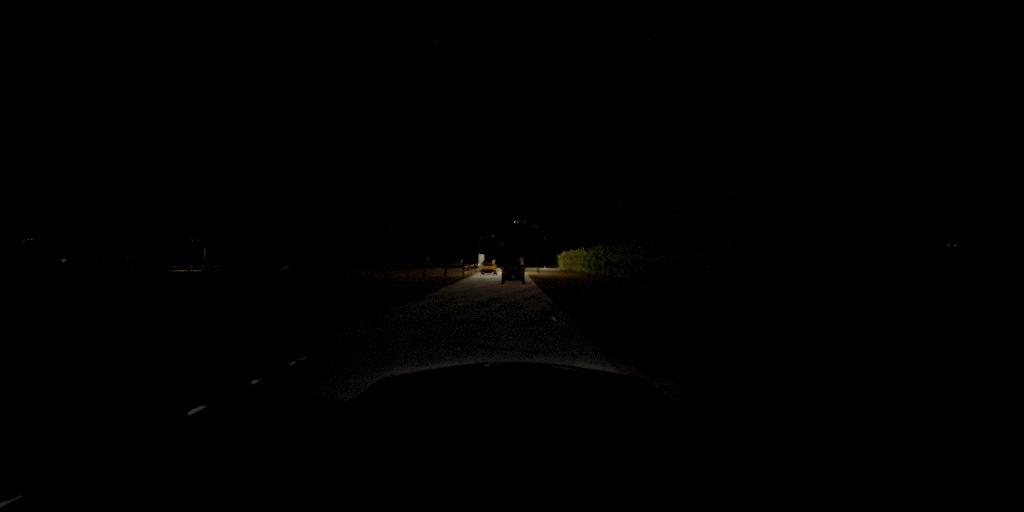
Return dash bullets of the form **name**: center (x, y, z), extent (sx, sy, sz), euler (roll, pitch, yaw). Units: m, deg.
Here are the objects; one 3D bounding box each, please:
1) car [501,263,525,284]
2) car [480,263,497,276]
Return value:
- **car**: center (0.101, 1.428, 29.853), extent (1.882, 1.535, 5.008), euler (0, 0, 0)
- **car**: center (-2.839, 1.599, 44.766), extent (1.882, 1.535, 5.008), euler (0, -1, 0)
